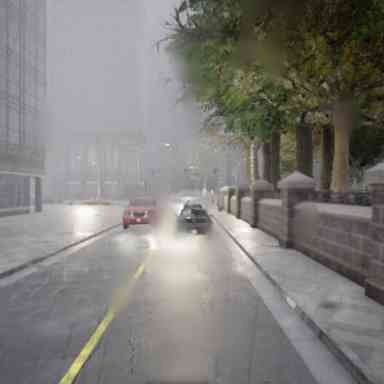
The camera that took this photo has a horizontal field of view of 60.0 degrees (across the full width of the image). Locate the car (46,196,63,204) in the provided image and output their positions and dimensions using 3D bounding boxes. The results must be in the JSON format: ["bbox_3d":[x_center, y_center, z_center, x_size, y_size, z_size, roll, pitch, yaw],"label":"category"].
[{"bbox_3d":[-26.304,1.475,62.042,4.313,1.339,1.947,1,-1,0],"label":"car"}]

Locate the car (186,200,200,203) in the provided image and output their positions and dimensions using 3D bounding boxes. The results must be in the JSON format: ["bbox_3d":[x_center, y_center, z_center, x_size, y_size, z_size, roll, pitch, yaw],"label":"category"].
[{"bbox_3d":[0.099,1.568,33.515,1.882,1.535,5.008,0,0,0],"label":"car"}]

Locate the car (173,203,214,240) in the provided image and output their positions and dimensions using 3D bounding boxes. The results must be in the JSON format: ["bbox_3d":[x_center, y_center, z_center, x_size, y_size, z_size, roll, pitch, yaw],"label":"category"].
[{"bbox_3d":[0.100,1.554,17.289,1.837,1.490,4.892,0,0,0],"label":"car"}]

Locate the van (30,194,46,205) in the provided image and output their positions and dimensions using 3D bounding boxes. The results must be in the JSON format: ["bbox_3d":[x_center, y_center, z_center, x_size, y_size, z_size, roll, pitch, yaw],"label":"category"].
[{"bbox_3d":[-26.343,1.230,53.518,3.998,1.788,1.690,1,-1,0],"label":"van"}]

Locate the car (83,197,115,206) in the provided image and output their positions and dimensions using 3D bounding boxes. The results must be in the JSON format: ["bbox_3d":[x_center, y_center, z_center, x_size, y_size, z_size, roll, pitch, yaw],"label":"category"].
[{"bbox_3d":[-14.935,1.537,53.448,4.829,1.417,1.752,1,-1,0],"label":"car"}]

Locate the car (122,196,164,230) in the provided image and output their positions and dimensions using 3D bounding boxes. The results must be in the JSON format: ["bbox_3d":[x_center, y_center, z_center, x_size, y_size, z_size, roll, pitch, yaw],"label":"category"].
[{"bbox_3d":[-3.100,1.283,22.089,2.150,2.045,5.566,0,0,0],"label":"car"}]
